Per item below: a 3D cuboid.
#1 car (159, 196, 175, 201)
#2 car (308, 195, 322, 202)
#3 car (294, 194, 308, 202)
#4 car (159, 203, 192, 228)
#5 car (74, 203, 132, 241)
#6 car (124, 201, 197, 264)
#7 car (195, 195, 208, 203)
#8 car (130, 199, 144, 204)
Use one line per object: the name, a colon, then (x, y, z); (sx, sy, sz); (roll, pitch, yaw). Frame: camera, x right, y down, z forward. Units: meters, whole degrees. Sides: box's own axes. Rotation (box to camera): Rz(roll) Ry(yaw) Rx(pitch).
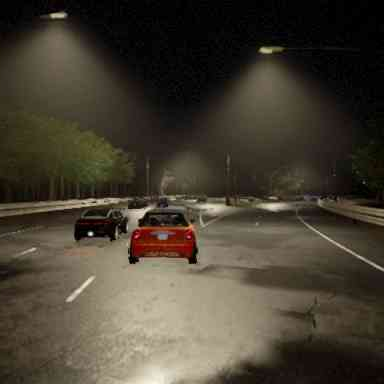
car: (-3.782, 1.617, 45.515); (1.812, 1.442, 4.674); (0, 0, 3)
car: (31.206, 1.849, 84.749); (1.895, 1.301, 4.718); (0, 0, 30)
car: (27.547, 1.774, 85.427); (2.128, 1.511, 4.902); (0, 0, 30)
car: (-1.032, 1.603, 23.708); (2.033, 1.411, 5.357); (0, 0, 0)
car: (-4.387, 1.534, 16.720); (1.837, 1.490, 4.892); (0, 0, -1)
car: (-0.928, 1.385, 12.159); (2.097, 1.767, 4.553); (0, 0, -1)
car: (2.503, 1.519, 77.468); (2.097, 1.767, 4.553); (0, 0, 8)
car: (-7.297, 1.641, 45.360); (1.994, 1.385, 4.181); (0, 0, 3)
